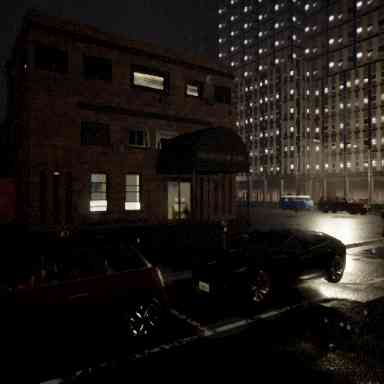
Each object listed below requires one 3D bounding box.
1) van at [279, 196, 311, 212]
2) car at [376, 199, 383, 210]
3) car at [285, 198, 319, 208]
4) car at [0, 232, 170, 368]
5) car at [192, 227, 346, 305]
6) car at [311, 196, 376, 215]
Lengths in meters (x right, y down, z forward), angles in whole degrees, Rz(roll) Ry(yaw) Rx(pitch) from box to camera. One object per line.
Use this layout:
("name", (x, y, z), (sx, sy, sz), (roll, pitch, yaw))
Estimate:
("van", (11.765, 1.325, 37.611), (1.690, 1.788, 3.998), (0, 0, -35))
("car", (21.810, 1.497, 37.860), (2.008, 1.369, 4.403), (0, 0, -35))
("car", (15.472, 1.512, 46.950), (1.802, 1.307, 4.206), (0, 0, -35))
("car", (-2.442, 1.440, 4.826), (4.097, 1.590, 1.967), (0, 0, -35))
("car", (2.022, 1.565, 8.078), (4.313, 1.339, 1.947), (0, 0, -35))
("car", (14.934, 1.307, 33.066), (2.192, 1.841, 5.009), (0, 0, -35))
